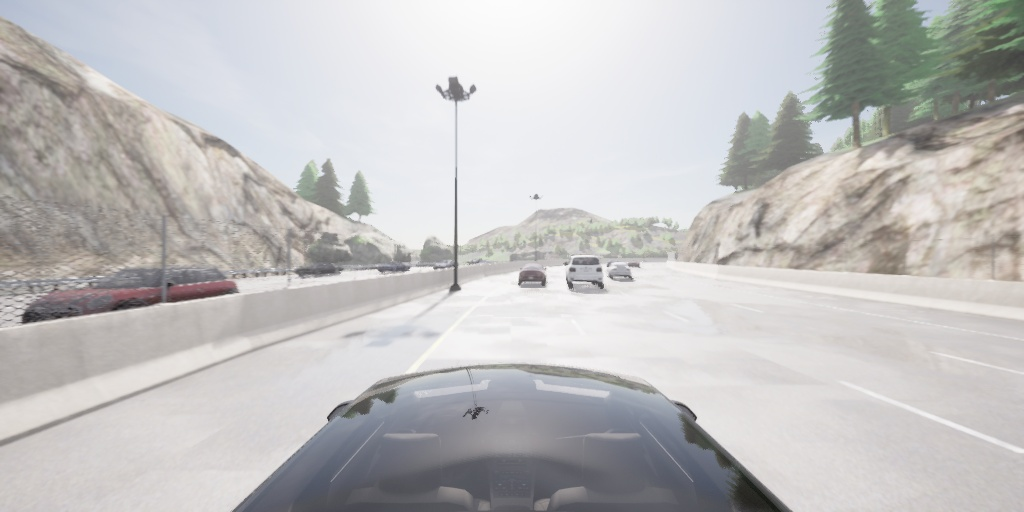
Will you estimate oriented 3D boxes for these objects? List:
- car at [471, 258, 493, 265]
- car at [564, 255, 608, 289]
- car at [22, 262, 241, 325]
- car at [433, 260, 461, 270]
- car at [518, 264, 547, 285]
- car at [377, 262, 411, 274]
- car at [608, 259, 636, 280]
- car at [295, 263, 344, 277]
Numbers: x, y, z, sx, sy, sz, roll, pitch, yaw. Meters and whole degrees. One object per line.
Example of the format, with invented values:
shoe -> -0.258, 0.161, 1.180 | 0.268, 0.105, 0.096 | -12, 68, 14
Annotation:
car -> -3.923, 1.301, 52.512 | 1.994, 1.385, 4.181 | 0, 0, 15
car -> 4.688, 0.978, 23.699 | 2.150, 2.045, 5.566 | 0, 0, 7
car -> -10.388, 1.081, 10.344 | 2.097, 1.767, 4.553 | 0, 0, 3
car -> -8.636, 1.275, 48.315 | 2.033, 1.411, 5.357 | 0, 0, 14
car -> 1.546, 1.276, 25.864 | 1.812, 1.442, 4.674 | 0, 0, 8
car -> -13.687, 1.320, 41.768 | 1.895, 1.301, 4.718 | 0, 0, 12
car -> 9.528, 1.290, 32.036 | 1.812, 1.442, 4.674 | 0, 0, 10
car -> -18.540, 1.312, 34.678 | 1.895, 1.301, 4.718 | 0, 0, 9
